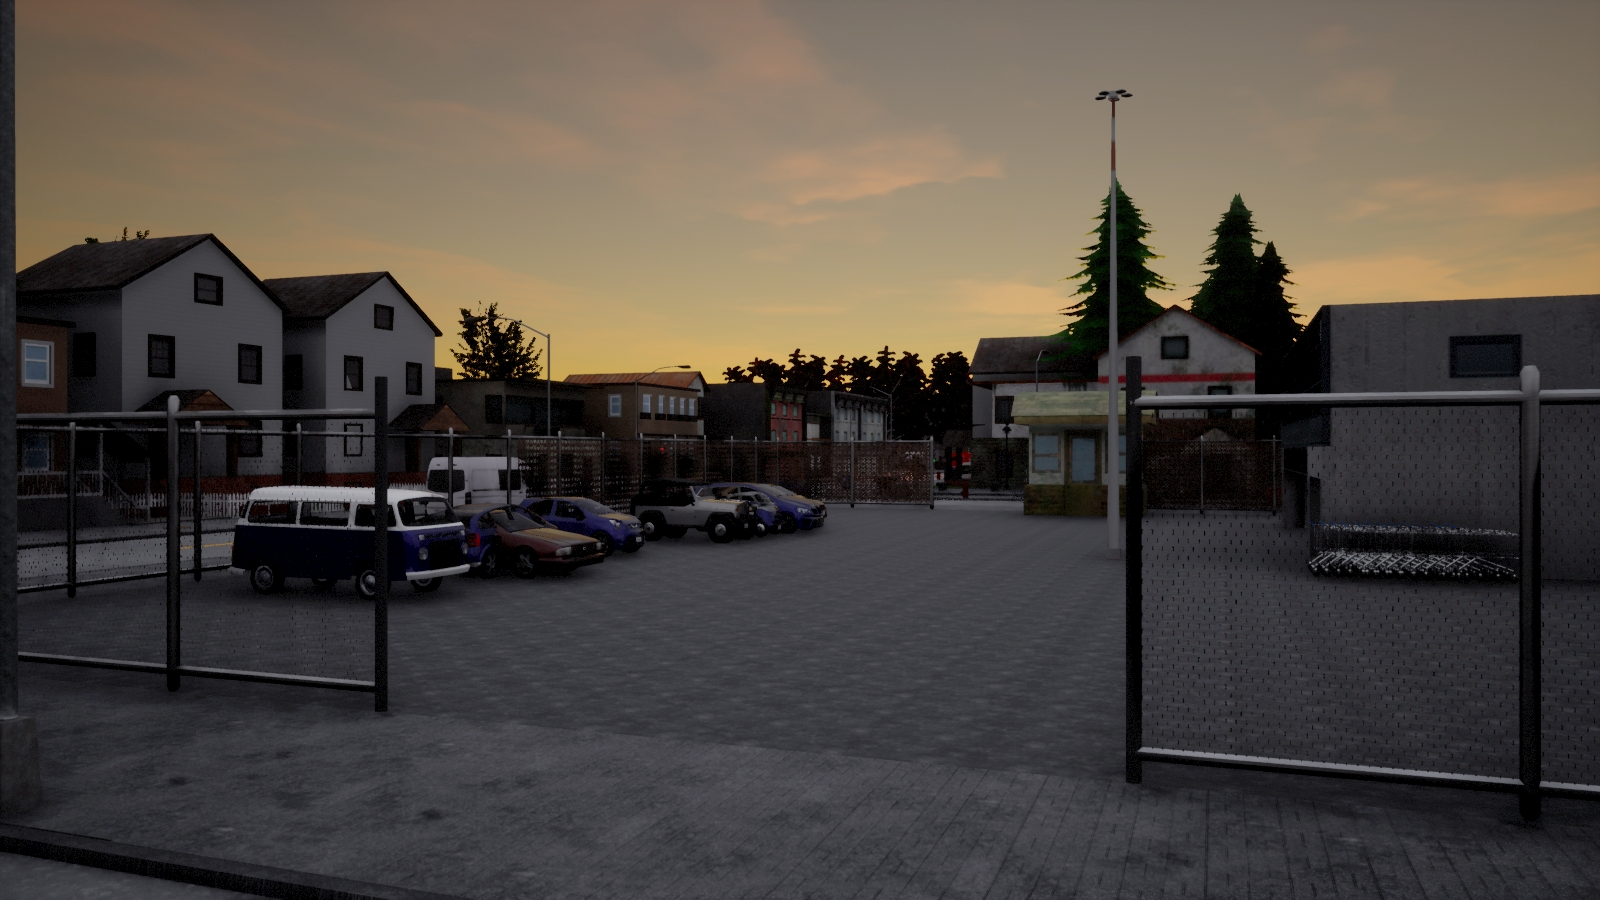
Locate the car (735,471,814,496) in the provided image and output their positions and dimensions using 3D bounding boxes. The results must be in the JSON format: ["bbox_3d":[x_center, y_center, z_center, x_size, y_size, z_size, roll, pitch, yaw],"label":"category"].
[{"bbox_3d":[-1.433,1.903,65.082,4.181,1.385,1.994,0,0,9],"label":"car"}]

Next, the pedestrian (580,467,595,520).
[{"bbox_3d":[-7.470,1.529,40.208,0.375,1.860,0.375,0,0,43],"label":"pedestrian"}]

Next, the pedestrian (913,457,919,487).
[{"bbox_3d":[7.407,1.403,72.965,0.375,1.860,0.375,0,0,0],"label":"pedestrian"}]

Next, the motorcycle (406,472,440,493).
[{"bbox_3d":[-22.774,1.969,69.021,1.805,1.236,0.856,0,0,19],"label":"motorcycle"}]

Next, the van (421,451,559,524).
[{"bbox_3d":[-11.617,1.319,43.358,1.988,2.561,5.915,0,0,20],"label":"van"}]

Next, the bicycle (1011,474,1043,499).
[{"bbox_3d":[12.059,1.938,60.729,1.643,1.296,0.373,0,0,20],"label":"bicycle"}]
